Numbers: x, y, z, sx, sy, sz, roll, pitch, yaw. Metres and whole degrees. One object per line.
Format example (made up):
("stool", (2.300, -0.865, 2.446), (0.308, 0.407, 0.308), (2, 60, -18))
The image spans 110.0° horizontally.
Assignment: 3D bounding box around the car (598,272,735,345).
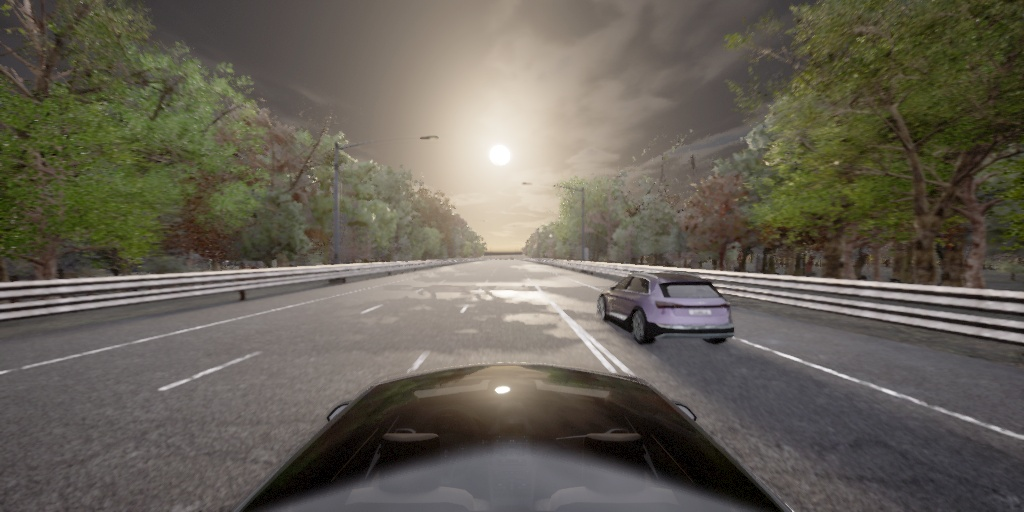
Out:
("car", (3.750, 1.215, 9.532), (2.033, 1.649, 4.856), (0, 0, -2))
